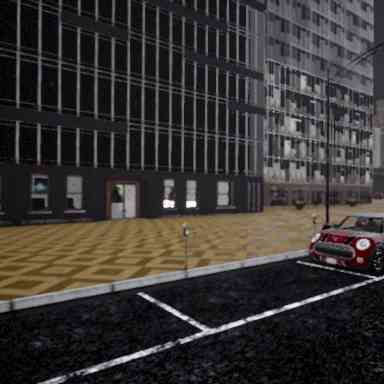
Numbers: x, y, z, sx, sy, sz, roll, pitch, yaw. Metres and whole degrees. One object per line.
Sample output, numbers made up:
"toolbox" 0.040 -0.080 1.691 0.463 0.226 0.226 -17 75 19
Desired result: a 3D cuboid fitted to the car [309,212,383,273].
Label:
"car" 5.545 1.398 10.502 4.097 1.590 1.967 0 1 -35
